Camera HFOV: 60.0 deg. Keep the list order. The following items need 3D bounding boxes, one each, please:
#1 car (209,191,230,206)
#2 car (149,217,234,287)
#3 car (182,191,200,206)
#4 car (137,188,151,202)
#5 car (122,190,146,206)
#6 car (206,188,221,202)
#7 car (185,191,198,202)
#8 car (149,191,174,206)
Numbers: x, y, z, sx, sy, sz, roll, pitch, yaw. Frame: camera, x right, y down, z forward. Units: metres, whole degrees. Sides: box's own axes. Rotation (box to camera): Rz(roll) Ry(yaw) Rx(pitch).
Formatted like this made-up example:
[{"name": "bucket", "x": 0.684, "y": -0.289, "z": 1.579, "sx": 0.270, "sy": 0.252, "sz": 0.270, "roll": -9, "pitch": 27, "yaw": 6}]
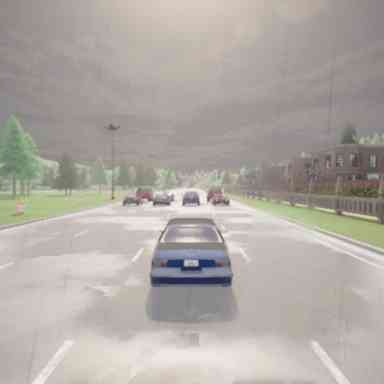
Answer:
[{"name": "car", "x": 3.407, "y": 0.929, "z": 40.063, "sx": 1.895, "sy": 1.301, "sz": 4.718, "roll": 0, "pitch": 1, "yaw": 0}, {"name": "car", "x": -0.021, "y": 1.395, "z": 8.998, "sx": 2.033, "sy": 1.411, "sz": 5.357, "roll": 0, "pitch": 1, "yaw": 0}, {"name": "car", "x": -0.093, "y": 0.682, "z": 39.990, "sx": 2.097, "sy": 1.767, "sz": 4.553, "roll": 0, "pitch": 1, "yaw": 0}, {"name": "car", "x": -7.116, "y": 0.384, "z": 50.034, "sx": 2.150, "sy": 2.045, "sz": 5.566, "roll": 0, "pitch": 1, "yaw": 0}, {"name": "car", "x": -7.093, "y": 0.855, "z": 40.007, "sx": 1.812, "sy": 1.442, "sz": 4.674, "roll": 0, "pitch": 1, "yaw": 0}, {"name": "car", "x": 3.384, "y": 0.383, "z": 50.058, "sx": 2.150, "sy": 2.045, "sz": 5.566, "roll": 0, "pitch": 1, "yaw": 0}, {"name": "car", "x": -0.116, "y": 0.667, "z": 50.025, "sx": 1.837, "sy": 1.490, "sz": 4.892, "roll": 0, "pitch": 1, "yaw": 0}, {"name": "car", "x": -3.593, "y": 0.893, "z": 40.016, "sx": 1.994, "sy": 1.385, "sz": 4.181, "roll": 0, "pitch": 1, "yaw": 0}]
